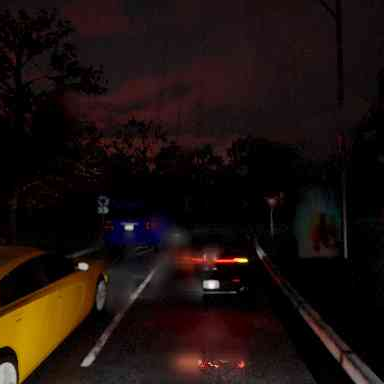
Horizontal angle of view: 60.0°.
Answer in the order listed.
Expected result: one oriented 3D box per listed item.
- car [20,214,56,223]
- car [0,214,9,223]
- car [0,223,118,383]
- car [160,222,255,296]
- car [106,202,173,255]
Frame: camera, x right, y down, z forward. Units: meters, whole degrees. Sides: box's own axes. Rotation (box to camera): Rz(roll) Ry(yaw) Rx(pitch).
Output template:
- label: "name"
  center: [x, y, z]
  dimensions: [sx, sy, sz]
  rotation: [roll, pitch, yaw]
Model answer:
- label: "car"
  center: [-25.395, 4.387, 55.064]
  dimensions: [5.357, 1.411, 2.033]
  rotation: [3, -4, -34]
- label: "car"
  center: [-28.635, 3.820, 47.146]
  dimensions: [2.128, 1.511, 4.902]
  rotation: [-3, -5, 35]
- label: "car"
  center: [-2.658, 1.480, 4.561]
  dimensions: [1.882, 1.535, 5.008]
  rotation: [0, 0, 2]
- label: "car"
  center: [0.501, 1.554, 8.719]
  dimensions: [1.837, 1.490, 4.892]
  rotation: [0, -1, 3]
- label: "car"
  center: [-2.114, 1.479, 14.565]
  dimensions: [2.150, 2.045, 5.566]
  rotation: [0, -2, 3]
